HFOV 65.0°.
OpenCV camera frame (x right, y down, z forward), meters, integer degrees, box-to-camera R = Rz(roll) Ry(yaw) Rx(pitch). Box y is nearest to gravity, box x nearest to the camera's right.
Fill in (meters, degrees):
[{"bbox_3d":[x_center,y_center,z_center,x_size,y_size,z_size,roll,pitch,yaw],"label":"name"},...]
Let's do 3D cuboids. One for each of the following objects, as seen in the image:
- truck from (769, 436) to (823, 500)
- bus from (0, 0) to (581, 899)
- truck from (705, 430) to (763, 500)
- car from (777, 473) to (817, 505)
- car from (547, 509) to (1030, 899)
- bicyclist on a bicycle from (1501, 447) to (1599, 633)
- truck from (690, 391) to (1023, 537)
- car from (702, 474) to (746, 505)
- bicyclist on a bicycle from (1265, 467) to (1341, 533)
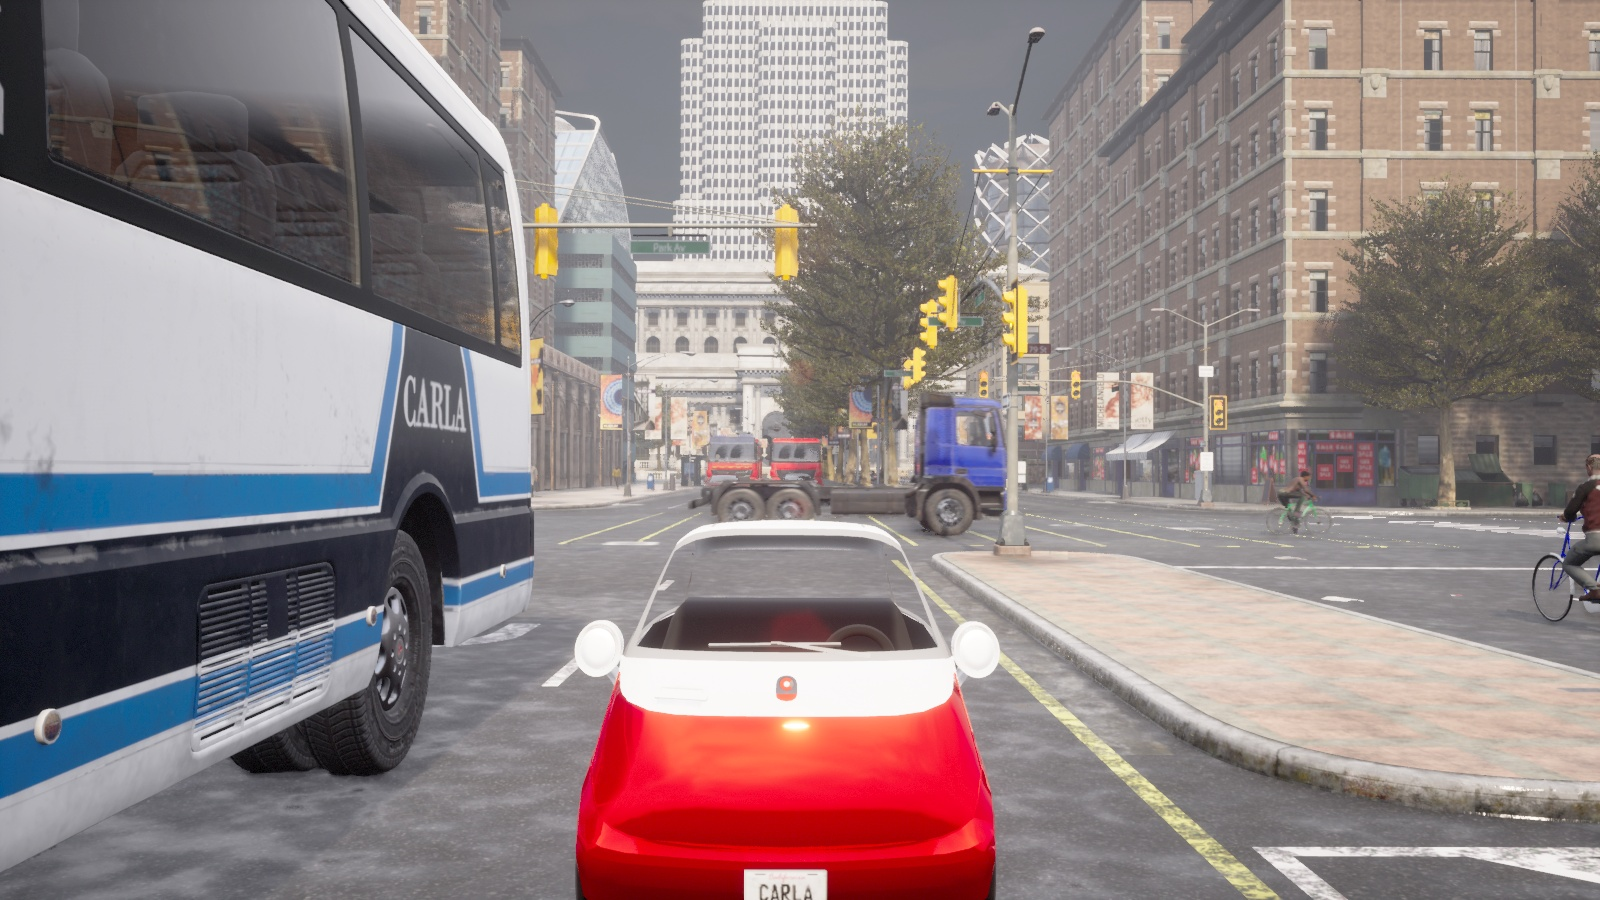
[{"bbox_3d":[-0.204,1.037,71.874,2.891,3.462,7.936,0,-1,0],"label":"truck"},{"bbox_3d":[-3.542,-0.482,3.917,3.944,4.253,10.273,0,-1,0],"label":"bus"},{"bbox_3d":[-3.707,0.879,72.521,2.891,3.827,8.468,0,-1,0],"label":"truck"},{"bbox_3d":[-0.118,1.859,60.803,1.812,1.442,4.674,0,-1,1],"label":"car"},{"bbox_3d":[-0.039,0.953,4.966,1.481,1.376,2.207,0,-1,0],"label":"car"},{"bbox_3d":[7.942,0.866,12.700,0.659,1.776,1.843,0,-1,0],"label":"bicyclist on a bicycle"},{"bbox_3d":[1.340,0.353,31.394,7.936,3.462,2.891,0,-1,0],"label":"truck"},{"bbox_3d":[-3.653,1.877,61.008,1.812,1.442,4.674,0,-1,1],"label":"car"},{"bbox_3d":[12.591,1.244,31.469,1.656,1.620,0.582,0,-1,0],"label":"bicyclist on a bicycle"}]
